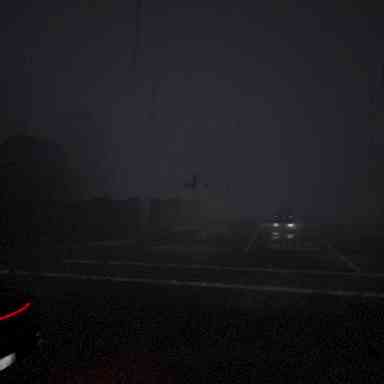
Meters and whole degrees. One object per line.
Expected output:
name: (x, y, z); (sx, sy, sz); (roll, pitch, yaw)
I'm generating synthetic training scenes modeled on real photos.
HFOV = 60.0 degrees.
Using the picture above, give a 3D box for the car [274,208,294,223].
car: (10.055, 2.578, 36.488); (1.837, 1.490, 4.892); (-1, -2, 15)

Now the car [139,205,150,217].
car: (-5.582, 2.661, 47.052); (5.027, 1.636, 2.152); (-1, -2, 14)

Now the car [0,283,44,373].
car: (-4.343, 1.659, 4.245); (4.902, 1.511, 2.128); (-1, -2, 16)
